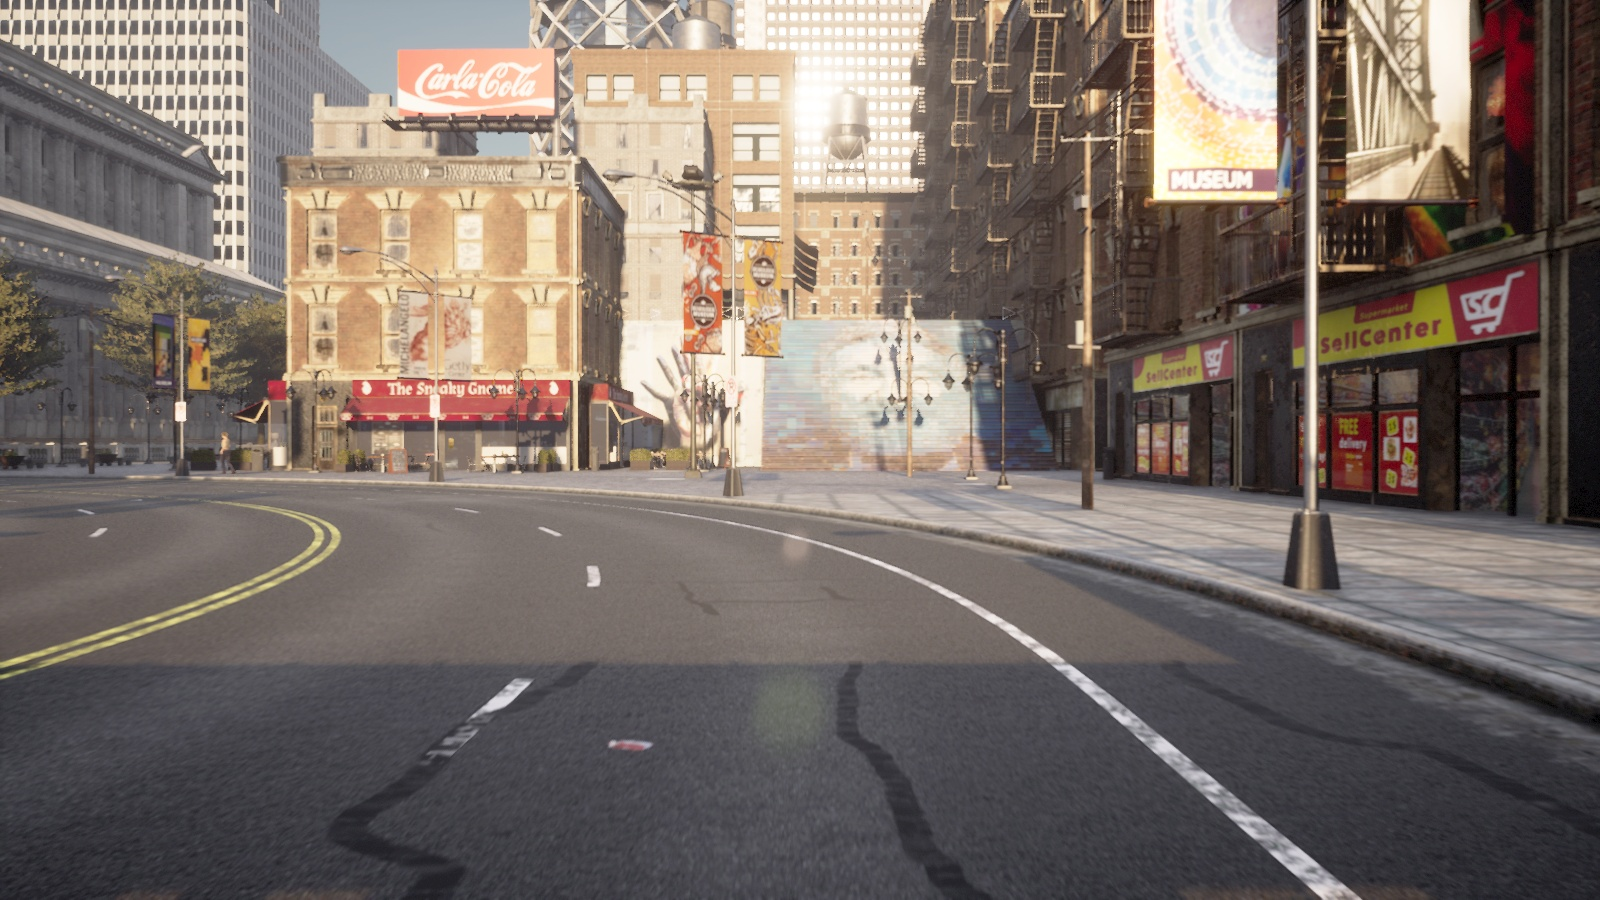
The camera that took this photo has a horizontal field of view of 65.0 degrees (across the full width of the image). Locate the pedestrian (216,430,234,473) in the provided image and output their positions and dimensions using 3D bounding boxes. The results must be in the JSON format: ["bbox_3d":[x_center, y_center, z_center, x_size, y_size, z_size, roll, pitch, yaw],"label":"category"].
[{"bbox_3d":[-24.526,0.073,53.550,0.594,1.836,0.345,0,0,17],"label":"pedestrian"}]
